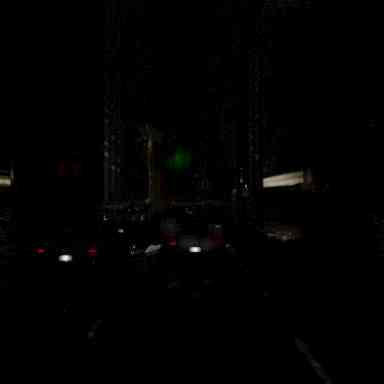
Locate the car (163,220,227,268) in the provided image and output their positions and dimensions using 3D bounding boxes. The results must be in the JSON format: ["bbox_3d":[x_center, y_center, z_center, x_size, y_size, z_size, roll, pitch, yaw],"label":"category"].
[{"bbox_3d":[0.098,1.648,11.611,1.994,1.385,4.181,0,0,0],"label":"car"}]

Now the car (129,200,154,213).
[{"bbox_3d":[-6.592,1.875,42.349,2.128,1.511,4.902,0,-1,0],"label":"car"}]

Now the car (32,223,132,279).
[{"bbox_3d":[-3.153,1.638,10.317,1.994,1.385,4.181,0,0,0],"label":"car"}]

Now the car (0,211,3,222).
[{"bbox_3d":[-15.667,1.724,22.878,4.902,1.511,2.128,-1,-1,5],"label":"car"}]

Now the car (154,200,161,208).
[{"bbox_3d":[-6.548,2.088,58.632,1.812,1.442,4.674,0,-1,1],"label":"car"}]

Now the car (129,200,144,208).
[{"bbox_3d":[-9.798,2.087,58.529,1.812,1.442,4.674,0,-1,1],"label":"car"}]

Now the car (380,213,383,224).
[{"bbox_3d":[14.268,1.609,20.683,4.674,1.442,1.812,0,-1,0],"label":"car"}]

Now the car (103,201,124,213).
[{"bbox_3d":[-9.843,1.907,42.135,1.812,1.442,4.674,0,-1,0],"label":"car"}]
